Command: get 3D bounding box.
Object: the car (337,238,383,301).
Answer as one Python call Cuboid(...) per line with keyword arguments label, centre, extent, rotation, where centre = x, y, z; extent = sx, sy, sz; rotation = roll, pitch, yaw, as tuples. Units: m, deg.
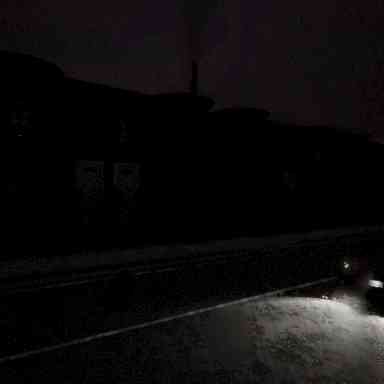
Cuboid(label="car", centre=(5.248, 1.643, 7.703), extent=(4.181, 1.385, 1.994), rotation=(1, 0, -35))
